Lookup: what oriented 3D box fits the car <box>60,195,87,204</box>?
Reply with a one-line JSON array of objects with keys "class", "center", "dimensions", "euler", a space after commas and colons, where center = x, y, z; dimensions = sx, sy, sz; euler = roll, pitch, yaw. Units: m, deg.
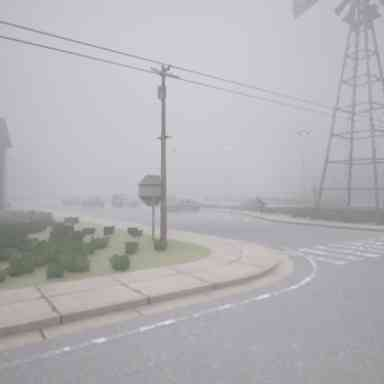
[{"class": "car", "center": [-23.852, 1.455, 66.858], "dimensions": [4.611, 1.667, 2.242], "euler": [0, 0, -36]}]

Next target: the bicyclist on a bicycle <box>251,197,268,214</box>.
[{"class": "bicyclist on a bicycle", "center": [6.296, 1.271, 31.167], "dimensions": [1.656, 1.620, 0.582], "euler": [0, 0, -2]}]

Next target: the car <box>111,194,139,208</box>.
[{"class": "car", "center": [-9.561, 1.288, 47.321], "dimensions": [3.866, 1.878, 1.905], "euler": [0, 0, -36]}]

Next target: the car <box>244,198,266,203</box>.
[{"class": "car", "center": [8.537, 1.479, 45.333], "dimensions": [3.905, 1.438, 1.784], "euler": [0, 0, -36]}]

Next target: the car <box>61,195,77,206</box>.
[{"class": "car", "center": [-19.847, 1.471, 54.363], "dimensions": [2.128, 1.511, 4.902], "euler": [0, 0, -37]}]

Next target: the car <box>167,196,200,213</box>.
[{"class": "car", "center": [-1.142, 1.480, 36.775], "dimensions": [4.193, 1.474, 1.816], "euler": [0, 0, -36]}]

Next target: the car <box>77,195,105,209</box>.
[{"class": "car", "center": [-13.851, 1.332, 46.347], "dimensions": [2.097, 1.767, 4.553], "euler": [0, 0, -36]}]
